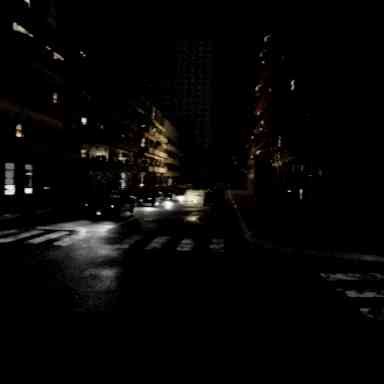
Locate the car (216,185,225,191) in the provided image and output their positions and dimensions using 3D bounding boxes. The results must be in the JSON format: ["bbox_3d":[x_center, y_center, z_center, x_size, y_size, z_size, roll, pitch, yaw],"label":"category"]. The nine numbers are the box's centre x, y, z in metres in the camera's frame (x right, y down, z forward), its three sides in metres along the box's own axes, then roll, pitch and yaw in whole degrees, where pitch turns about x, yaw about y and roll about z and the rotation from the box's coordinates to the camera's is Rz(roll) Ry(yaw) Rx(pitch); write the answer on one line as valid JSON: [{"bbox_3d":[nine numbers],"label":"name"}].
[{"bbox_3d":[6.469,-0.891,74.770,1.887,1.381,4.507,1,2,6],"label":"car"}]

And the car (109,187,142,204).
[{"bbox_3d":[-6.214,0.278,31.604,1.947,1.339,4.313,1,2,6],"label":"car"}]

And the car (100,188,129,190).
[{"bbox_3d":[-6.757,0.440,26.106,2.008,1.369,4.403,1,2,6],"label":"car"}]

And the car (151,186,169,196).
[{"bbox_3d":[-4.585,-0.236,48.100,1.802,1.307,4.206,1,2,6],"label":"car"}]

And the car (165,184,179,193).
[{"bbox_3d":[-3.513,-0.638,58.925,1.752,1.417,4.829,1,2,6],"label":"car"}]

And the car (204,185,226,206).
[{"bbox_3d":[2.124,0.410,30.779,1.967,1.590,4.097,1,2,6],"label":"car"}]

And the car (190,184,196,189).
[{"bbox_3d":[-0.780,-1.489,86.587,2.008,1.369,4.403,1,2,6],"label":"car"}]

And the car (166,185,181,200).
[{"bbox_3d":[-2.902,0.163,38.525,1.895,1.301,4.718,2,2,6],"label":"car"}]

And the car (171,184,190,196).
[{"bbox_3d":[-1.837,-0.159,48.590,1.895,1.301,4.718,2,2,6],"label":"car"}]

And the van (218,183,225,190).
[{"bbox_3d":[8.103,-1.614,91.257,1.690,1.788,3.998,1,2,6],"label":"van"}]

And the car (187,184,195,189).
[{"bbox_3d":[-0.237,-1.631,92.087,1.802,1.307,4.206,1,2,6],"label":"car"}]

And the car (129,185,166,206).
[{"bbox_3d":[-3.834,0.365,29.236,1.837,1.490,4.892,2,2,6],"label":"car"}]

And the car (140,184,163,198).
[{"bbox_3d":[-5.126,-0.201,42.597,1.967,1.590,4.097,1,2,6],"label":"car"}]

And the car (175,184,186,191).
[{"bbox_3d":[-2.411,-0.937,70.093,1.802,1.307,4.206,1,2,6],"label":"car"}]

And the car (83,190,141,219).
[{"bbox_3d":[-4.758,0.761,19.954,1.895,1.301,4.718,2,2,6],"label":"car"}]
